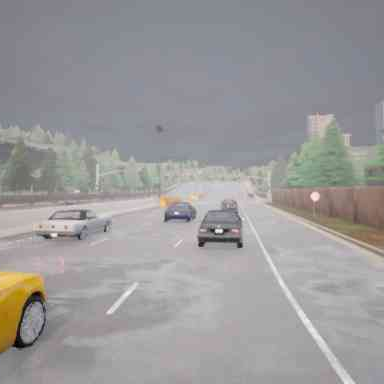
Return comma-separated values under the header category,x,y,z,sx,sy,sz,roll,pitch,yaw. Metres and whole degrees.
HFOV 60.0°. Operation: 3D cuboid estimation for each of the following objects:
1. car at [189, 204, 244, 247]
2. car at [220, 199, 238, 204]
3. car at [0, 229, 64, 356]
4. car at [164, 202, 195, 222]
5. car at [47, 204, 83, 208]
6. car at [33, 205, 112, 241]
category,x,y,z,sx,sy,sz,roll,pitch,yaw
car,1.342,1.501,14.939,2.033,1.411,5.357,0,0,7
car,3.887,1.444,35.155,2.033,1.411,5.357,0,0,7
car,-3.278,1.447,3.218,1.882,1.535,5.008,0,0,3
car,-0.832,1.467,25.589,1.994,1.385,4.181,0,0,7
car,-11.055,1.432,29.876,1.895,1.301,4.718,0,0,7
car,-5.539,1.511,16.262,1.895,1.301,4.718,0,0,7
